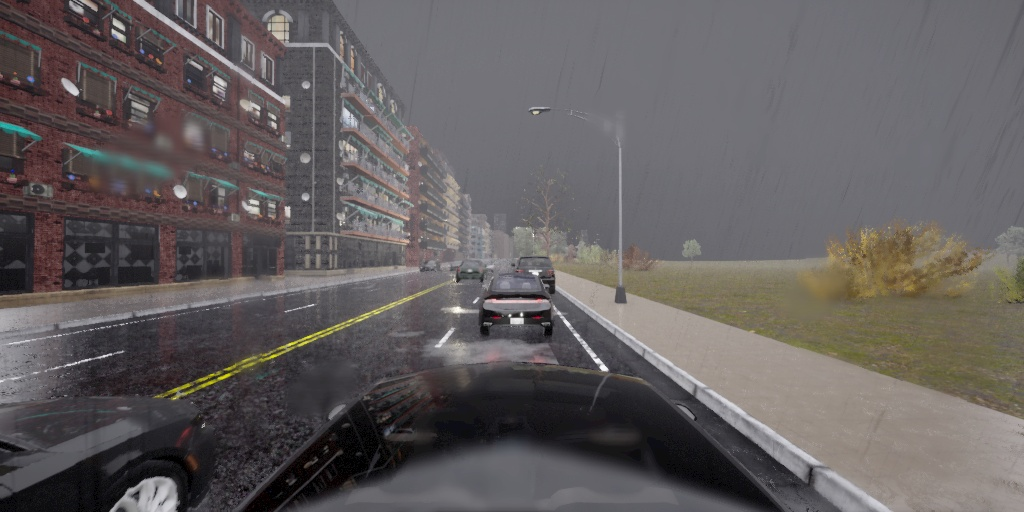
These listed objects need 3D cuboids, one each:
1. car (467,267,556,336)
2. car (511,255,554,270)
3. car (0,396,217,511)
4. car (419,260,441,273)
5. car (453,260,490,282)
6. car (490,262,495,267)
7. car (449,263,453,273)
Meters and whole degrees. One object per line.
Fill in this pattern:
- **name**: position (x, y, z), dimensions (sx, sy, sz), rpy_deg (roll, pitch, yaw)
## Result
- **car**: position (0.111, 1.243, 10.437), dimensions (2.128, 1.511, 4.902), rpy_deg (0, 0, 0)
- **car**: position (1.157, 0.978, 20.306), dimensions (2.150, 2.045, 5.566), rpy_deg (0, 0, 0)
- **car**: position (-3.151, 1.253, 0.694), dimensions (1.837, 1.490, 4.892), rpy_deg (0, 0, 0)
- **car**: position (-9.810, 1.258, 43.414), dimensions (1.837, 1.490, 4.892), rpy_deg (0, 0, 0)
- **car**: position (-3.119, 1.106, 28.591), dimensions (2.097, 1.767, 4.553), rpy_deg (0, 0, 0)
- **car**: position (-3.109, 1.354, 44.234), dimensions (1.895, 1.301, 4.718), rpy_deg (0, 0, 0)
- **car**: position (-6.558, 1.258, 44.632), dimensions (1.837, 1.490, 4.892), rpy_deg (0, 0, 0)
